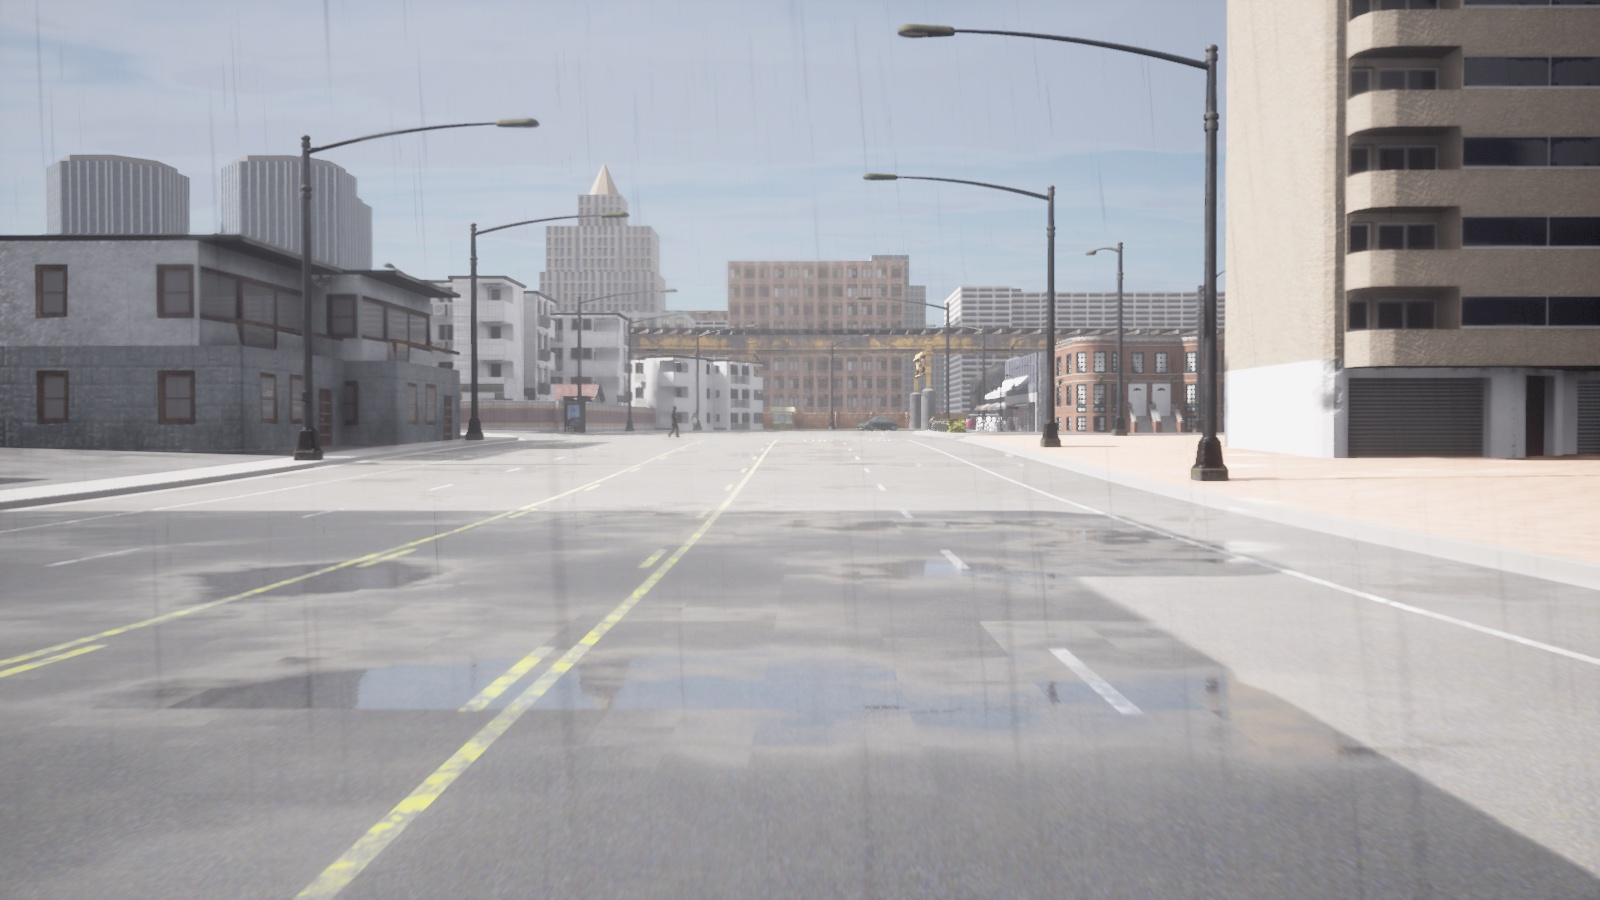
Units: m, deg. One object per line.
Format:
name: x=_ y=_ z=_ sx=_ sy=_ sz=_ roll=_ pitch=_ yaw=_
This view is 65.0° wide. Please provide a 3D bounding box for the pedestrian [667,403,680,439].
pedestrian: x=-6.853 y=-1.583 z=68.056 sx=0.692 sy=1.930 sz=0.395 roll=0 pitch=1 yaw=-3
